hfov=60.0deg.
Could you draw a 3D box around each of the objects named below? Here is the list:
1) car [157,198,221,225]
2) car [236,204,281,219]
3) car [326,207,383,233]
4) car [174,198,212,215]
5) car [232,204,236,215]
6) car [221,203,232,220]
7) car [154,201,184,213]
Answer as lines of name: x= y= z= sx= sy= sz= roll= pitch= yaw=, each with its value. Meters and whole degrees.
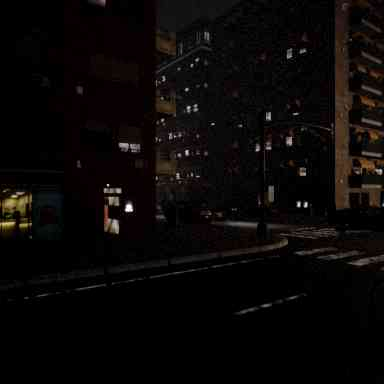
car: x=-0.367 y=1.586 z=27.078 sx=2.192 sy=1.841 sz=5.009 roll=-1 pitch=0 yaw=-36
car: x=6.629 y=1.844 z=32.168 sx=1.802 sy=1.307 sz=4.206 roll=-1 pitch=0 yaw=-36
car: x=10.132 y=1.597 z=18.722 sx=4.902 sy=1.511 sz=2.128 roll=-1 pitch=-1 yaw=43
car: x=0.034 y=1.719 z=41.145 sx=2.192 sy=1.841 sz=5.009 roll=-1 pitch=0 yaw=-36
car: x=3.334 y=1.899 z=36.656 sx=1.947 sy=1.339 sz=4.313 roll=-1 pitch=0 yaw=-36
car: x=0.948 y=1.781 z=29.918 sx=2.128 sy=1.511 sz=4.902 roll=0 pitch=-1 yaw=-36
car: x=-3.257 y=2.025 z=45.632 sx=2.008 sy=1.369 sz=4.403 roll=-1 pitch=0 yaw=-36
